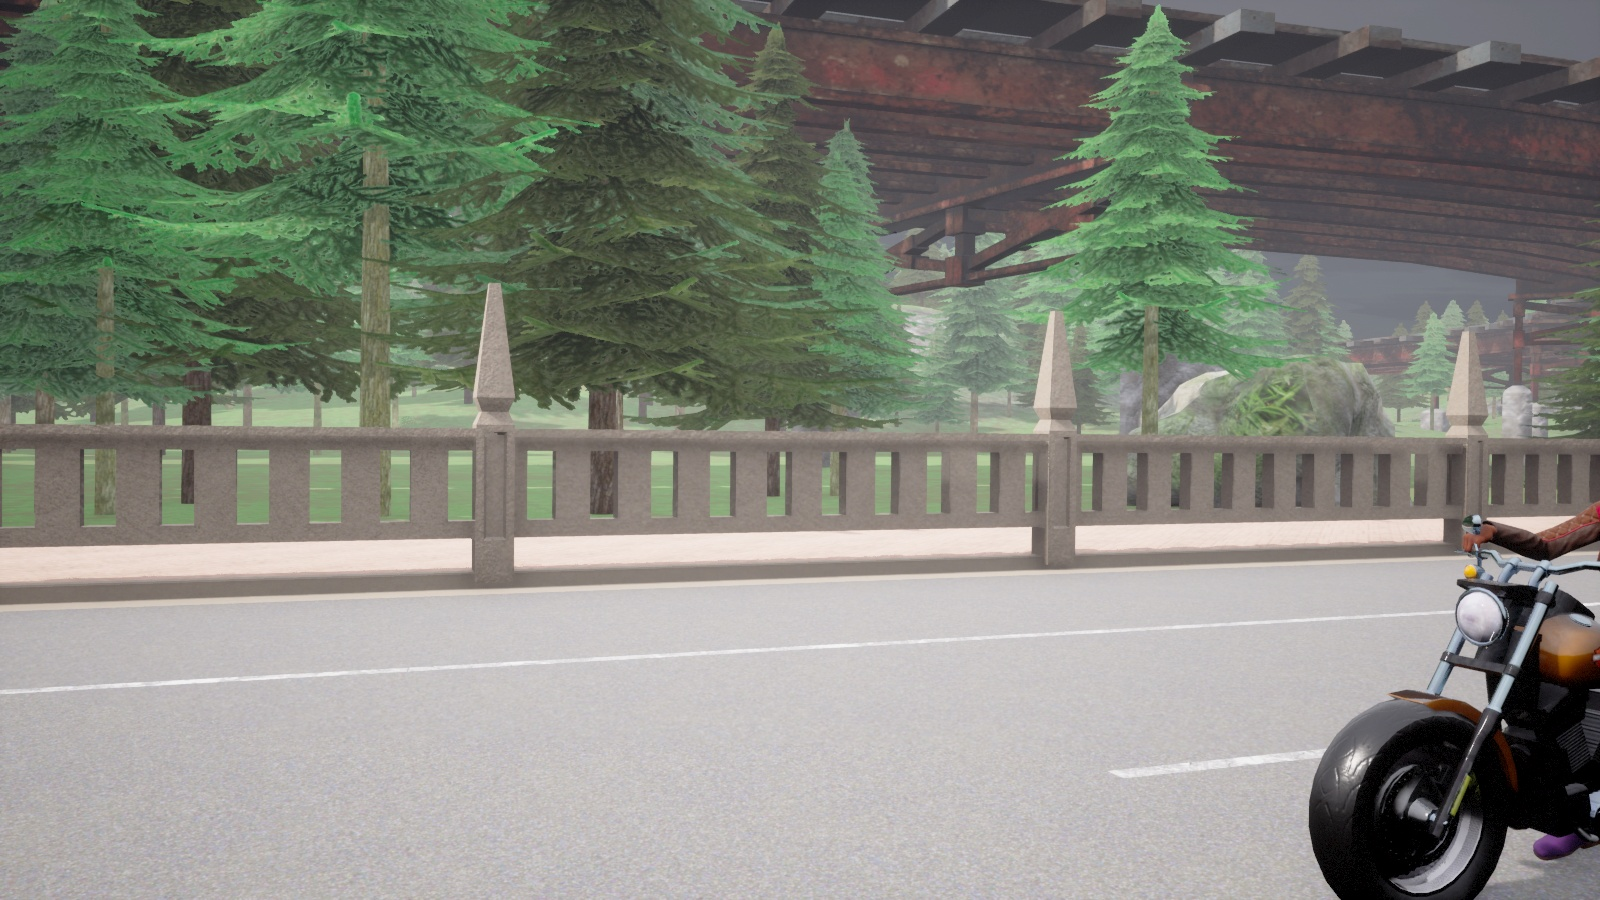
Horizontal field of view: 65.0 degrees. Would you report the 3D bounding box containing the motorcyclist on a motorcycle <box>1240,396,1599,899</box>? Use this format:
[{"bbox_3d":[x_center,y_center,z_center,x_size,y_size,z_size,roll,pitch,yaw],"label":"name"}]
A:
[{"bbox_3d":[2.716,0.650,4.271,2.350,1.649,0.766,-1,1,-21],"label":"motorcyclist on a motorcycle"}]
